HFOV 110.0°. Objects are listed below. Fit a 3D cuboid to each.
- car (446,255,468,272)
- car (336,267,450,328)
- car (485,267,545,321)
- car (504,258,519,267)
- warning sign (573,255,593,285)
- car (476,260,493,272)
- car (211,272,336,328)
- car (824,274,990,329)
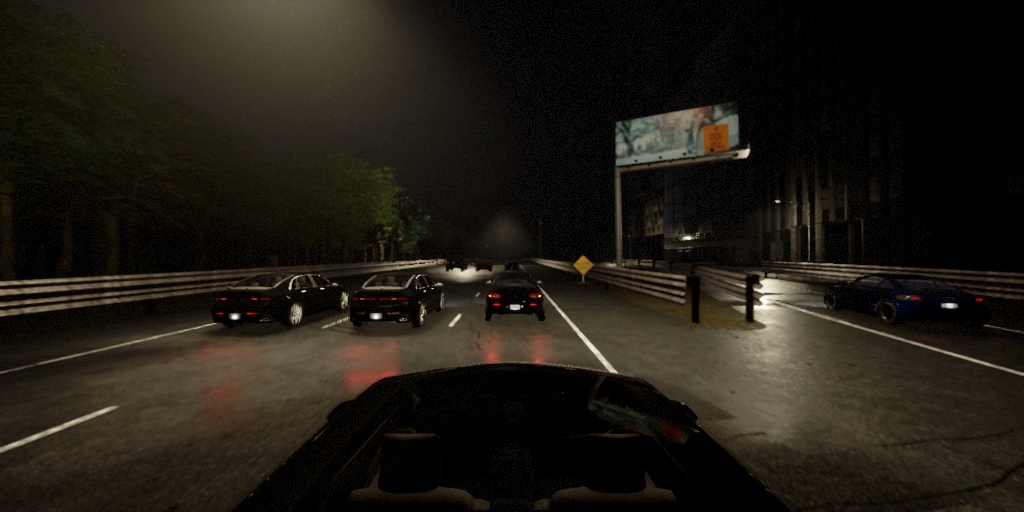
[{"bbox_3d":[-7.020,0.932,45.762,2.150,2.045,5.566,0,0,0],"label":"car"},{"bbox_3d":[-3.404,1.254,11.390,1.837,1.490,4.892,0,0,0],"label":"car"},{"bbox_3d":[0.080,1.275,12.399,1.812,1.442,4.674,0,0,0],"label":"car"},{"bbox_3d":[-0.020,1.203,45.736,2.128,1.511,4.902,0,0,0],"label":"car"},{"bbox_3d":[4.539,0.856,22.765,1.300,1.860,1.060,0,0,0],"label":"warning sign"},{"bbox_3d":[-3.521,1.189,45.734,1.882,1.535,5.008,0,0,0],"label":"car"},{"bbox_3d":[-6.905,1.254,11.352,1.837,1.490,4.892,0,0,0],"label":"car"},{"bbox_3d":[11.886,1.249,11.214,1.994,1.385,4.181,0,0,16],"label":"car"}]
